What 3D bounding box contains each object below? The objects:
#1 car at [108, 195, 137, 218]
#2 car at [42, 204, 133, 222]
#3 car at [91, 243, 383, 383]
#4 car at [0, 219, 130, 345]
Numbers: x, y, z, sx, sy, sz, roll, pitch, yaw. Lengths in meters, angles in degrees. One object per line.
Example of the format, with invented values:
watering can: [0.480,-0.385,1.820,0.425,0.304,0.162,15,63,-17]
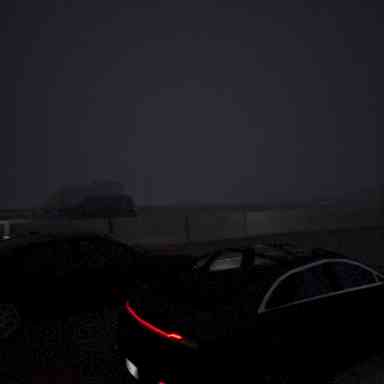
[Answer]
car: [-6.193,1.183,20.790,5.566,2.045,2.150,0,0,-33]
car: [-5.486,1.532,17.026,4.181,1.385,1.994,0,0,-33]
car: [1.418,1.484,4.585,4.902,1.511,2.128,0,0,-34]
car: [-2.136,1.465,6.403,5.008,1.535,1.882,0,0,-35]
